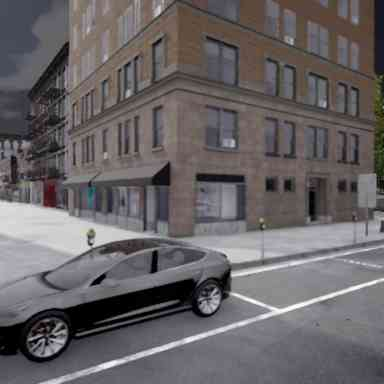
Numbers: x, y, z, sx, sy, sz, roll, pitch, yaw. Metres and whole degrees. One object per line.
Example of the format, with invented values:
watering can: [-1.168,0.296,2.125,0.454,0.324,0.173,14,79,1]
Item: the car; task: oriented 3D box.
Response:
car: [-1.194,1.570,5.907,4.313,1.339,1.947,0,0,-35]
